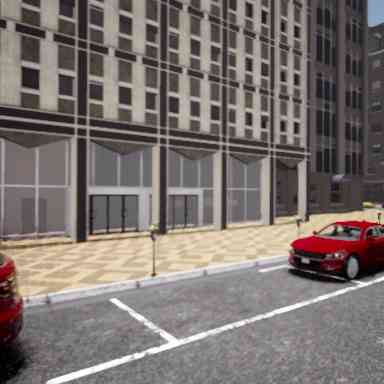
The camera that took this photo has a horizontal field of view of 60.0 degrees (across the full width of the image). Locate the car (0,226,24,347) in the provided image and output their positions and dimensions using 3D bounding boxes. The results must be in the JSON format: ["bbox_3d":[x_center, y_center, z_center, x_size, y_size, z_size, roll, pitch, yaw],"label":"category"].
[{"bbox_3d":[-4.469,1.314,3.366,5.009,1.841,2.192,0,0,-35],"label":"car"}]

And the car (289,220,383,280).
[{"bbox_3d":[4.794,1.552,9.975,4.507,1.381,1.887,0,0,-35],"label":"car"}]

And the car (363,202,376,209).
[{"bbox_3d":[20.938,1.501,42.706,1.752,1.417,4.829,1,0,-36],"label":"car"}]

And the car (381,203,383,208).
[{"bbox_3d":[24.138,1.568,38.241,1.802,1.307,4.206,1,0,-36],"label":"car"}]
